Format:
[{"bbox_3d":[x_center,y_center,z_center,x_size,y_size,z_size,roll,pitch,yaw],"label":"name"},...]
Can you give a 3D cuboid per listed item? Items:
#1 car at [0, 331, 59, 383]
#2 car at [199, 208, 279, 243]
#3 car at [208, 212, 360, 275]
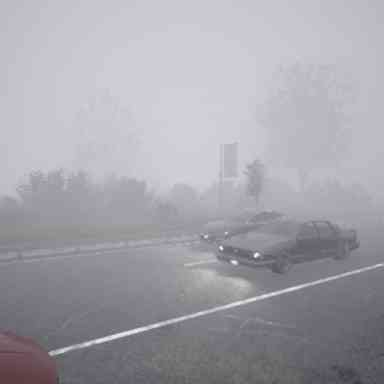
[{"bbox_3d":[-3.228,1.479,1.462,5.008,1.535,1.882,0,0,-35],"label":"car"},{"bbox_3d":[2.517,1.506,14.467,4.892,1.490,1.837,0,0,-36],"label":"car"},{"bbox_3d":[3.317,1.547,10.719,5.357,1.411,2.033,0,0,-36],"label":"car"}]
